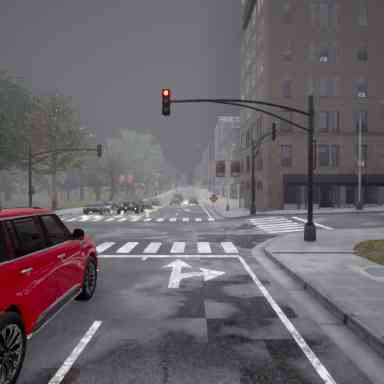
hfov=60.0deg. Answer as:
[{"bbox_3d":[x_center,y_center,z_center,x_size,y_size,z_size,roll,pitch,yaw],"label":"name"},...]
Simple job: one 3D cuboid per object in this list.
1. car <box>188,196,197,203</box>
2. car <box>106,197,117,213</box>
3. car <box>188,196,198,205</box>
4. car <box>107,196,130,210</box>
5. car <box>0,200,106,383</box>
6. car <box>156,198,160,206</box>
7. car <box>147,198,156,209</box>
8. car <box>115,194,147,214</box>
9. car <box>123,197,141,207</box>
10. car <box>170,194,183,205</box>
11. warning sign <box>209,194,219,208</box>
[{"bbox_3d":[0.115,1.622,75.307,1.837,1.490,4.892,0,0,0],"label":"car"},{"bbox_3d":[-9.800,1.575,34.944,2.033,1.411,5.357,0,0,0],"label":"car"},{"bbox_3d":[0.195,1.649,62.457,2.033,1.411,5.357,0,0,0],"label":"car"},{"bbox_3d":[-9.781,1.403,44.475,2.097,1.767,4.553,0,0,0],"label":"car"},{"bbox_3d":[-3.119,1.220,5.166,2.150,2.045,5.566,0,0,-2],"label":"car"},{"bbox_3d":[-6.490,1.648,55.448,1.994,1.385,4.181,0,0,1],"label":"car"},{"bbox_3d":[-6.532,1.579,45.583,1.812,1.442,4.674,0,0,0],"label":"car"},{"bbox_3d":[-6.547,1.252,35.828,2.150,2.045,5.566,0,0,0],"label":"car"},{"bbox_3d":[-9.756,1.573,54.691,2.128,1.511,4.902,0,0,0],"label":"car"},{"bbox_3d":[-3.059,1.648,62.134,2.033,1.411,5.357,0,0,0],"label":"car"},{"bbox_3d":[2.940,1.168,45.026,1.300,1.860,1.060,1,1,0],"label":"warning sign"}]
